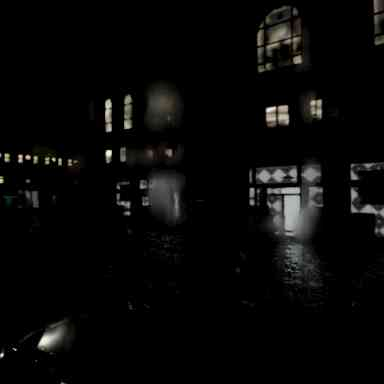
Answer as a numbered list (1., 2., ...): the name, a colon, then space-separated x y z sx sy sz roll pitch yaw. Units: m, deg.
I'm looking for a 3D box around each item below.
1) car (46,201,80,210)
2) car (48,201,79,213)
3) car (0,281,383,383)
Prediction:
1. car: -20.397 2.114 52.806 1.752 1.417 4.829 -1 -1 35
2. car: -16.585 2.030 43.573 1.887 1.381 4.507 -1 -1 35
3. car: -0.419 1.585 3.175 4.313 1.339 1.947 -1 0 36
